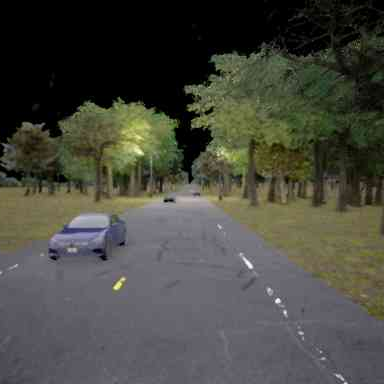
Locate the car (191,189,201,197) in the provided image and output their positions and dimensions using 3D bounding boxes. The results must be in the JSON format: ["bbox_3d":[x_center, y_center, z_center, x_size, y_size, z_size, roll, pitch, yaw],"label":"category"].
[{"bbox_3d":[1.199,0.473,81.354,1.837,1.490,4.892,0,1,0],"label":"car"}]

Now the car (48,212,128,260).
[{"bbox_3d":[-3.603,1.485,12.329,1.812,1.442,4.674,0,0,0],"label":"car"}]

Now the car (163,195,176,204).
[{"bbox_3d":[-3.582,1.182,53.757,1.895,1.301,4.718,0,1,0],"label":"car"}]
